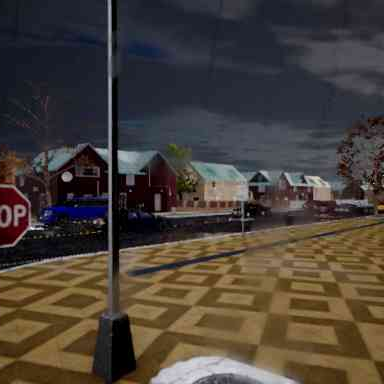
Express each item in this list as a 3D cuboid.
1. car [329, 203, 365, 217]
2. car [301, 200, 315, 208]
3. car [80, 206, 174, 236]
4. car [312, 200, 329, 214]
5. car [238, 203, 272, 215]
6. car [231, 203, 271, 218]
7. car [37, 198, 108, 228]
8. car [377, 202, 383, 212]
[{"bbox_3d":[17.903,2.044,37.801,2.033,1.411,5.357,-1,-1,43],"label":"car"},{"bbox_3d":[17.009,1.764,46.479,1.882,1.535,5.008,-1,-1,43],"label":"car"},{"bbox_3d":[-3.527,1.718,19.793,2.033,1.411,5.357,-1,-1,43],"label":"car"},{"bbox_3d":[17.370,2.086,41.985,1.812,1.442,4.674,-1,-1,43],"label":"car"},{"bbox_3d":[7.998,2.131,41.764,1.895,1.301,4.718,-1,-1,44],"label":"car"},{"bbox_3d":[6.037,1.924,34.966,1.837,1.490,4.892,-1,-1,43],"label":"car"},{"bbox_3d":[-8.305,1.454,24.497,2.150,2.045,5.566,-1,-1,43],"label":"car"},{"bbox_3d":[28.453,2.191,49.000,1.882,1.535,5.008,-1,-1,43],"label":"car"}]
